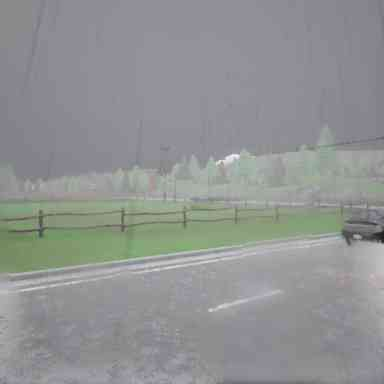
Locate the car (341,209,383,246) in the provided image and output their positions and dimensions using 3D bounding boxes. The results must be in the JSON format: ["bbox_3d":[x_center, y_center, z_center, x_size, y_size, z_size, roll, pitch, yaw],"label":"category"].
[{"bbox_3d":[8.269,1.492,14.066,4.902,1.511,2.128,0,0,-35],"label":"car"}]

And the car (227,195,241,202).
[{"bbox_3d":[7.691,1.490,74.398,2.033,1.411,5.357,0,0,-36],"label":"car"}]

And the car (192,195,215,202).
[{"bbox_3d":[2.038,1.476,70.269,2.128,1.511,4.902,0,0,-36],"label":"car"}]

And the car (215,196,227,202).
[{"bbox_3d":[4.882,1.546,72.309,1.895,1.301,4.718,0,0,-36],"label":"car"}]

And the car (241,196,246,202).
[{"bbox_3d":[10.517,1.476,76.463,2.128,1.511,4.902,0,0,-36],"label":"car"}]
